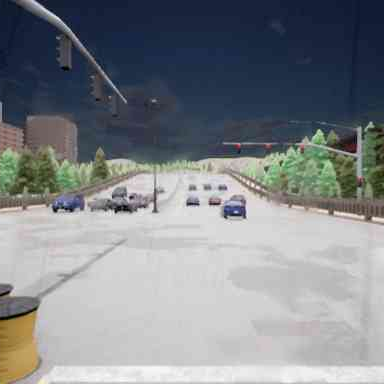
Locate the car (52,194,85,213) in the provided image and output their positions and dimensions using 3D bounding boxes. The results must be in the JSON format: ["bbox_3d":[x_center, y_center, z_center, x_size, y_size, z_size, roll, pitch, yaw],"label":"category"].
[{"bbox_3d":[-14.075,1.227,38.265,2.150,2.045,5.566,0,0,0],"label":"car"}]

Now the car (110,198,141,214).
[{"bbox_3d":[-7.077,1.605,35.967,1.895,1.301,4.718,0,0,0],"label":"car"}]

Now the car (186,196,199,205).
[{"bbox_3d":[0.133,1.331,52.295,1.994,1.385,4.181,0,3,0],"label":"car"}]

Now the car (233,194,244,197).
[{"bbox_3d":[7.131,1.154,51.437,2.097,1.767,4.553,0,2,0],"label":"car"}]

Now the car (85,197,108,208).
[{"bbox_3d":[-14.050,1.485,49.169,1.895,1.301,4.718,0,2,0],"label":"car"}]

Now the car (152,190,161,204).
[{"bbox_3d":[-7.035,1.065,55.954,2.128,1.511,4.902,0,4,0],"label":"car"}]

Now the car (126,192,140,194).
[{"bbox_3d":[-10.465,0.758,61.719,1.895,1.301,4.718,0,5,1],"label":"car"}]

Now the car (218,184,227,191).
[{"bbox_3d":[7.176,-1.268,78.333,1.882,1.535,5.008,0,7,0],"label":"car"}]

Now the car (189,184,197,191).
[{"bbox_3d":[0.176,-1.206,78.382,2.033,1.411,5.357,0,7,0],"label":"car"}]

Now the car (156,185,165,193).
[{"bbox_3d":[-6.862,-0.632,72.065,2.128,1.511,4.902,0,7,0],"label":"car"}]

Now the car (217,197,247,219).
[{"bbox_3d":[3.613,1.485,29.689,1.882,1.535,5.008,0,0,0],"label":"car"}]

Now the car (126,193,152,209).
[{"bbox_3d":[-7.065,1.336,44.779,2.097,1.767,4.553,0,1,0],"label":"car"}]

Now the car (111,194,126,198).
[{"bbox_3d":[-10.562,1.477,48.214,1.994,1.385,4.181,0,2,-1],"label":"car"}]

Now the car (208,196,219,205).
[{"bbox_3d":[3.634,1.325,52.430,1.994,1.385,4.181,0,3,0],"label":"car"}]

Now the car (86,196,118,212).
[{"bbox_3d":[-10.565,1.507,39.320,1.837,1.490,4.892,0,0,0],"label":"car"}]

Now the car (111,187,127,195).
[{"bbox_3d":[-13.935,0.151,64.235,2.150,2.045,5.566,0,5,1],"label":"car"}]

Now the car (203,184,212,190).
[{"bbox_3d":[3.678,-1.258,78.775,2.033,1.411,5.357,0,7,0],"label":"car"}]
